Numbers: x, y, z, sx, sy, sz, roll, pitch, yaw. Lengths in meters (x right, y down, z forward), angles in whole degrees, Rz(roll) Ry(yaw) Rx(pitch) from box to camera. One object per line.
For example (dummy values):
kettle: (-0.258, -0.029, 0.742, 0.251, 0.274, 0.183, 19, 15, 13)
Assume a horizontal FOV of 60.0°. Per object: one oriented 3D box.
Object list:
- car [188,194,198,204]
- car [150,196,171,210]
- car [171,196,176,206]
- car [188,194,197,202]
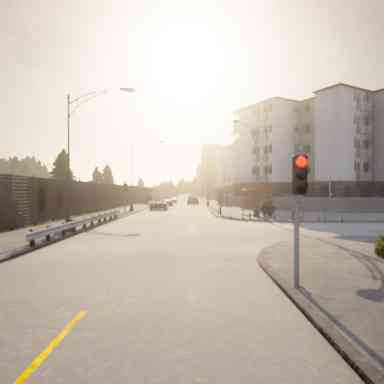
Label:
car: (0.173, 1.520, 61.893, 1.994, 1.385, 4.181, 0, 0, 0)
car: (-4.045, 1.535, 41.339, 1.994, 1.385, 4.181, 0, 0, 0)
car: (-4.030, 1.489, 52.074, 1.812, 1.442, 4.674, 0, 0, 0)
car: (0.093, 1.300, 77.315, 2.097, 1.767, 4.553, 0, 0, 0)
